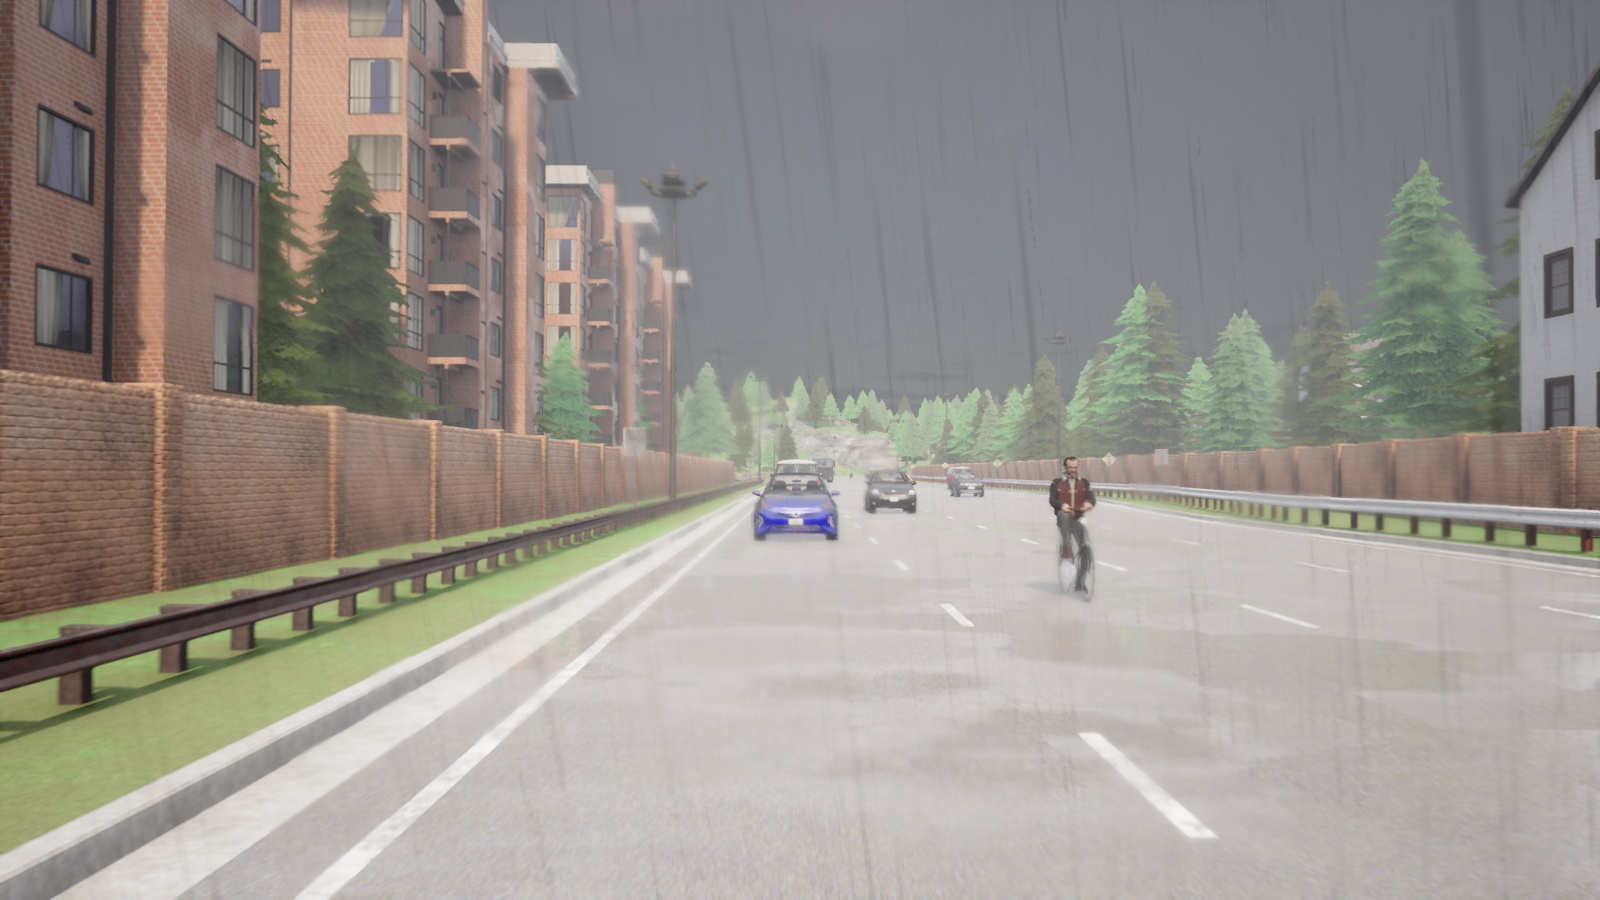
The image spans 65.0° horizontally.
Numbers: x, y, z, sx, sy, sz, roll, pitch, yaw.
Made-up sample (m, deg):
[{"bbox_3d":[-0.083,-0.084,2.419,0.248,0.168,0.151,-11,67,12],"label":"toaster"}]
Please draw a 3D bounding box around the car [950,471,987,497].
[{"bbox_3d":[10.313,2.043,77.124,1.789,1.549,3.705,0,-1,0],"label":"car"}]

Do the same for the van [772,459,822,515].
[{"bbox_3d":[-0.115,1.352,46.864,1.775,1.987,4.442,0,-1,0],"label":"van"}]

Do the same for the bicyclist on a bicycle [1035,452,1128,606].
[{"bbox_3d":[3.427,0.930,15.436,0.659,1.776,1.843,-1,-1,-1],"label":"bicyclist on a bicycle"}]

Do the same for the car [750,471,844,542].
[{"bbox_3d":[-0.071,1.251,29.228,2.007,1.525,4.514,0,-1,0],"label":"car"}]

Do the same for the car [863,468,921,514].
[{"bbox_3d":[3.386,1.480,46.655,1.851,1.617,3.988,0,-1,0],"label":"car"}]
